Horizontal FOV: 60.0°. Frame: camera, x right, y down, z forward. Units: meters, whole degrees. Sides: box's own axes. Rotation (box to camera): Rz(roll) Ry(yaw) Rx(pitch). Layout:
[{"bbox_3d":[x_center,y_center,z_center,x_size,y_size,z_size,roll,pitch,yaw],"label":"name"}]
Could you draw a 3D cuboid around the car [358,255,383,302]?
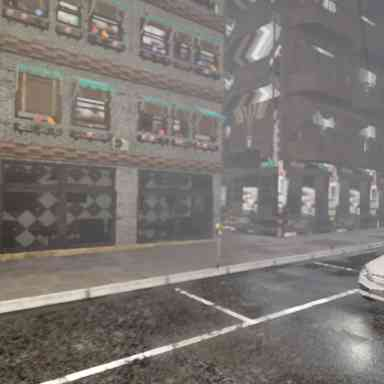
[{"bbox_3d":[5.583,1.623,7.357,4.674,1.442,1.812,1,0,-35],"label":"car"}]
